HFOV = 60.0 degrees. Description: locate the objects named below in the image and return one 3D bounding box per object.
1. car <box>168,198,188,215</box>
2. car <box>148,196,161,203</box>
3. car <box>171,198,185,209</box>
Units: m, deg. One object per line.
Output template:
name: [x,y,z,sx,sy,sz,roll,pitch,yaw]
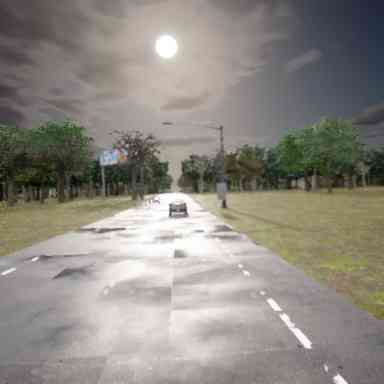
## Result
car: [-1.416,1.512,34.091,2.128,1.511,4.902,-2,0,-2]
car: [-5.656,1.189,50.157,1.812,1.442,4.674,-2,1,-3]
car: [-1.965,1.560,47.161,1.895,1.301,4.718,-2,1,-2]
